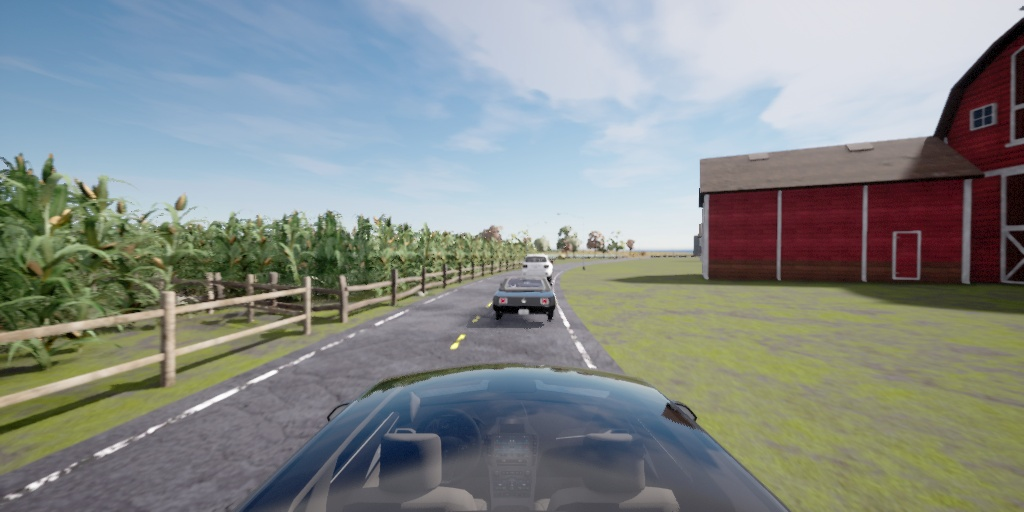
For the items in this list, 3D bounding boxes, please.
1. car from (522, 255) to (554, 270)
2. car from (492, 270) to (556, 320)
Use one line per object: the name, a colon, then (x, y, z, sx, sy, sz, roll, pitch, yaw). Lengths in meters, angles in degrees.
car: (2.106, 0.919, 28.801, 2.150, 2.045, 5.566, 0, 0, 8)
car: (0.490, 1.337, 12.639, 1.895, 1.301, 4.718, 0, 0, 4)
